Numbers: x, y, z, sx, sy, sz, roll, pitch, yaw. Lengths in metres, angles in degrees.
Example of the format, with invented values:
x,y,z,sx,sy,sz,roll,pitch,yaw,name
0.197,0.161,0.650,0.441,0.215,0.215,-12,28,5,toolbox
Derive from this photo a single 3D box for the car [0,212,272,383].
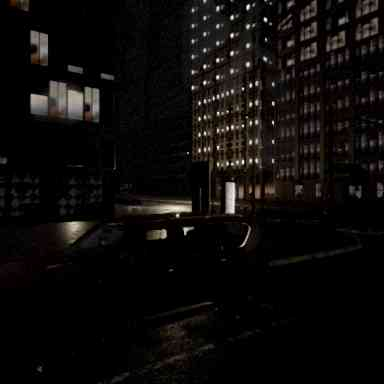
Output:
x,y,z,sx,sy,sz,roll,pitch,yaw,name
-0.823,1.315,5.593,5.009,1.841,2.192,0,0,-35,car

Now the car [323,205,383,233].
x,y,z,sx,sy,sz,roll,pitch,yaw,name
9.748,1.447,19.096,1.994,1.385,4.181,0,1,-37,car

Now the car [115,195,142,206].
x,y,z,sx,sy,sz,roll,pitch,yaw,name
-8.389,1.103,43.532,1.895,1.301,4.718,0,1,-37,car
